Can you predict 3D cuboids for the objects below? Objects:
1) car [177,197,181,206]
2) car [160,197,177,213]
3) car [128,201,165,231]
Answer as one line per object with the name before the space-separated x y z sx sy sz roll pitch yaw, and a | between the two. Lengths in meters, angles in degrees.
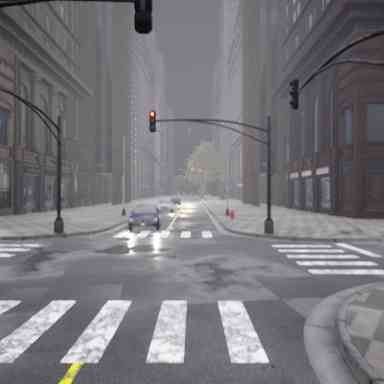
car | -2.887 1.613 58.128 2.033 1.411 5.357 0 0 1
car | -3.009 1.554 37.846 1.812 1.442 4.674 0 0 0
car | -2.873 1.538 20.915 1.812 1.442 4.674 0 0 -3
